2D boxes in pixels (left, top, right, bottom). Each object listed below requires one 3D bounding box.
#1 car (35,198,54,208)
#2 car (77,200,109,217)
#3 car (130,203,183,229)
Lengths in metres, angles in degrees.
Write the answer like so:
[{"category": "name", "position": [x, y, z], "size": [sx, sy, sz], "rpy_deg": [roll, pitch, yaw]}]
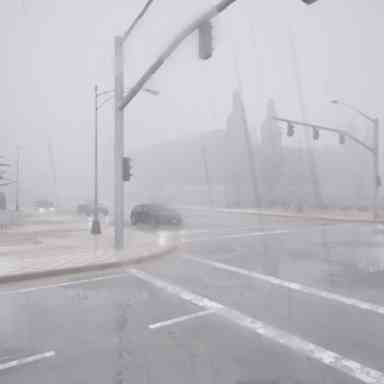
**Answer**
[{"category": "car", "position": [-21.860, 1.601, 49.217], "size": [1.895, 1.301, 4.718], "rpy_deg": [0, 0, -35]}, {"category": "car", "position": [-9.635, 1.525, 32.052], "size": [1.812, 1.442, 4.674], "rpy_deg": [0, 0, -36]}, {"category": "car", "position": [-2.467, 1.504, 22.010], "size": [1.837, 1.490, 4.892], "rpy_deg": [0, 0, -36]}]
